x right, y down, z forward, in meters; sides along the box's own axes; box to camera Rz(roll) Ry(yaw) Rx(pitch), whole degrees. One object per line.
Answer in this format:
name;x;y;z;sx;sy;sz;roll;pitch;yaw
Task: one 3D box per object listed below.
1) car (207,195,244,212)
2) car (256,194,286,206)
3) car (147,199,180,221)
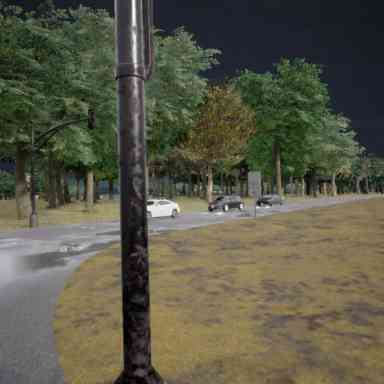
car;3.354;1.087;32.537;1.837;1.490;4.892;-3;-1;37
car;9.766;0.970;40.948;2.033;1.411;5.357;-3;-1;37
car;-2.779;1.268;24.469;1.812;1.442;4.674;-3;-1;37
